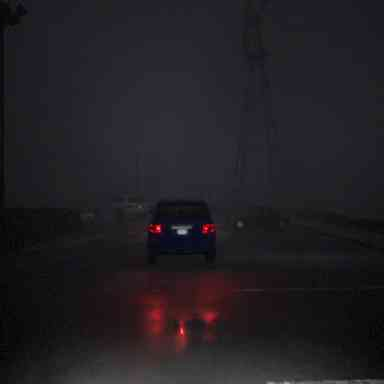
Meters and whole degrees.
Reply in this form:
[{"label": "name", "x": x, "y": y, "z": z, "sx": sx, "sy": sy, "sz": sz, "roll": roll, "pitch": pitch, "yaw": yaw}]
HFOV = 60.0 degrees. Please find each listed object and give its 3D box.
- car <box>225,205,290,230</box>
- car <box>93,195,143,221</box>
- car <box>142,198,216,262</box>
[{"label": "car", "x": 4.027, "y": 1.538, "z": 20.801, "sx": 3.905, "sy": 1.438, "sz": 1.784, "roll": 0, "pitch": 0, "yaw": -2}, {"label": "car", "x": -6.180, "y": 1.277, "z": 28.403, "sx": 5.566, "sy": 2.045, "sz": 2.150, "roll": 0, "pitch": -1, "yaw": 43}, {"label": "car", "x": -0.402, "y": 1.241, "z": 12.308, "sx": 2.150, "sy": 2.045, "sz": 5.566, "roll": 0, "pitch": 0, "yaw": -2}]
